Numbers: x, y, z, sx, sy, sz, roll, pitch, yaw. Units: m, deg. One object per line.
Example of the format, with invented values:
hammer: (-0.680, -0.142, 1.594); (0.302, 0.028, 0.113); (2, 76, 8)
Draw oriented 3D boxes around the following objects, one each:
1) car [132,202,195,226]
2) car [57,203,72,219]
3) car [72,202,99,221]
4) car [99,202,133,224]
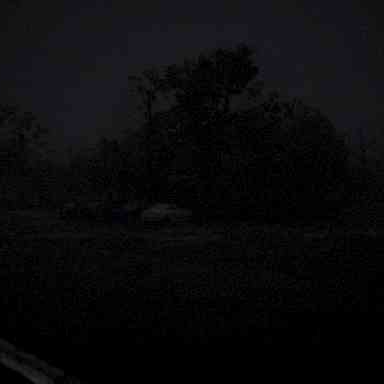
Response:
car: (-1.691, 1.555, 23.743); (2.002, 1.452, 4.674); (0, 0, 36)
car: (-9.583, 1.590, 29.380); (2.002, 1.452, 4.674); (0, 0, 36)
car: (-6.919, 1.539, 27.474); (2.231, 1.521, 4.892); (0, 0, 36)
car: (-4.249, 1.526, 25.580); (2.097, 1.535, 5.008); (0, 0, 36)
